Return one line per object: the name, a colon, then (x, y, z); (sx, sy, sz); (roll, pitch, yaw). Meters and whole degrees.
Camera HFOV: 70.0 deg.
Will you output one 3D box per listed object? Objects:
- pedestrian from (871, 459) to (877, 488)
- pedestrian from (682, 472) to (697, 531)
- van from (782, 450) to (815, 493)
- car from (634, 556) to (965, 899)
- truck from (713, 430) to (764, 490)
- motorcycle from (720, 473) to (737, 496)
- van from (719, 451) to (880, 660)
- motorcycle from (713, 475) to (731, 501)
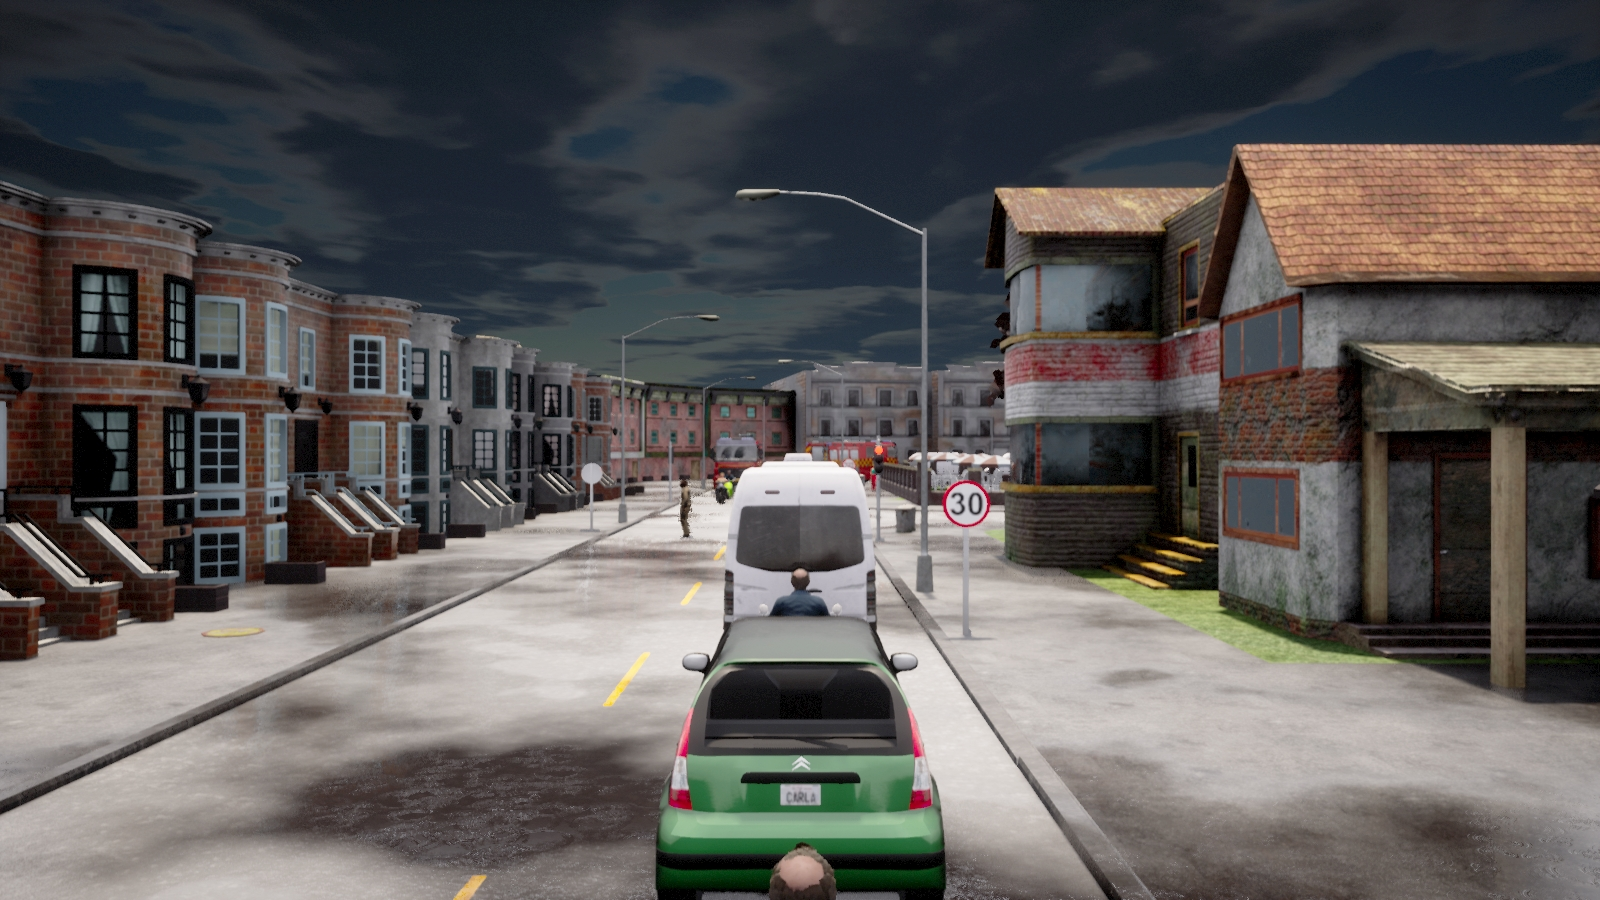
pedestrian: (4.759, 1.498, 73.227); (0.375, 1.860, 0.375); (0, 0, -1)
pedestrian: (-3.477, 1.615, 35.954); (0.375, 1.860, 0.375); (0, 0, 11)
van: (-0.083, 1.288, 71.794); (1.988, 2.561, 5.915); (0, 0, 1)
car: (-0.003, 1.776, 8.385); (1.851, 1.617, 3.988); (0, 0, 0)
truck: (-4.030, 0.642, 76.322); (2.891, 3.827, 8.468); (0, 0, 0)
motorcycle: (-4.011, 1.938, 64.483); (0.856, 1.236, 1.805); (0, 0, 0)
van: (-0.006, 1.308, 17.043); (1.988, 2.561, 5.915); (0, 0, 0)
motorcycle: (-4.007, 1.928, 58.572); (0.764, 1.277, 2.356); (0, 0, 0)
